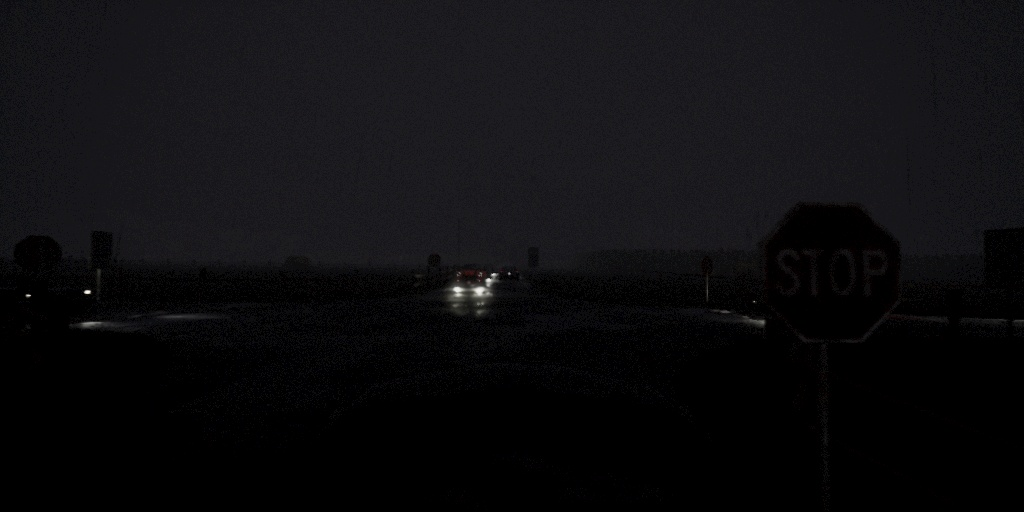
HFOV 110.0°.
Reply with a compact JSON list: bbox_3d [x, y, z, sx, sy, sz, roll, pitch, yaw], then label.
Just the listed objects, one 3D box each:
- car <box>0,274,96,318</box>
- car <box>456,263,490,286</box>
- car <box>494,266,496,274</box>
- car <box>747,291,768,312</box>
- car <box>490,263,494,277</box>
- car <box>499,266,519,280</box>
[{"bbox_3d":[-15.771,1.186,10.800,4.718,1.301,1.895,1,-2,0],"label":"car"},{"bbox_3d":[-3.147,1.381,28.324,2.097,1.767,4.553,0,-1,0],"label":"car"},{"bbox_3d":[-3.382,1.800,52.508,1.837,1.490,4.892,0,0,0],"label":"car"},{"bbox_3d":[12.230,1.636,14.476,4.892,1.490,1.837,0,-2,1],"label":"car"},{"bbox_3d":[-3.258,1.654,39.242,1.837,1.490,4.892,0,-1,-1],"label":"car"},{"bbox_3d":[-0.282,1.692,36.470,1.994,1.385,4.181,0,-1,-1],"label":"car"}]
